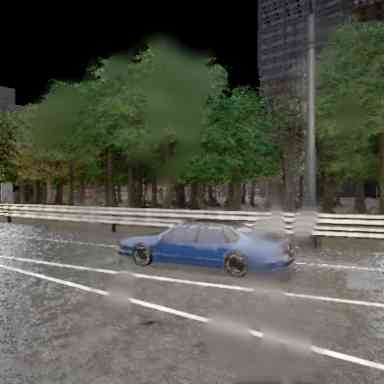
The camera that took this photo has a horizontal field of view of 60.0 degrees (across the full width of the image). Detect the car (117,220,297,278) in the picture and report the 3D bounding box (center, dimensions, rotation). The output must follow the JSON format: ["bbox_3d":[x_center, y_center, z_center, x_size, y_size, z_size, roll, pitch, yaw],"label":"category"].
[{"bbox_3d":[0.353,1.564,10.133,5.357,1.411,2.033,0,0,25],"label":"car"}]
